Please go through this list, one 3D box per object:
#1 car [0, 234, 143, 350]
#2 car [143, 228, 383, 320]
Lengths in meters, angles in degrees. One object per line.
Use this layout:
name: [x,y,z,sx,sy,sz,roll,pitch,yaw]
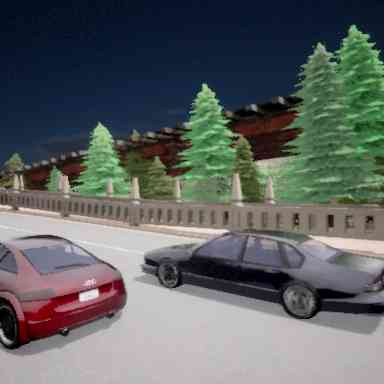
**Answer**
car: [-3.191,1.497,6.241,4.181,1.385,1.994,2,1,36]
car: [1.321,1.528,7.297,5.357,1.411,2.033,1,0,36]
